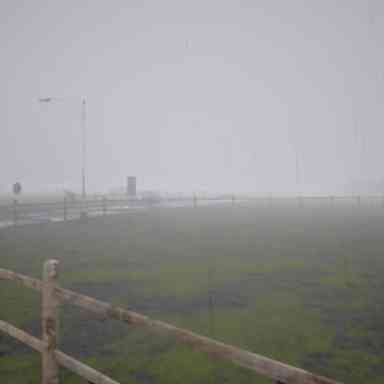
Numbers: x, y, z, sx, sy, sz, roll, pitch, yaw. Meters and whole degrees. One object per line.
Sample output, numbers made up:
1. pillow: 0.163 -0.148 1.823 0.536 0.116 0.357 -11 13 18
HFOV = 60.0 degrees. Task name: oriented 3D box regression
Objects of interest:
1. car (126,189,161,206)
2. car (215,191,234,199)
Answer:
1. car: -5.370 0.599 37.268 2.097 1.767 4.553 1 1 28
2. car: 5.576 0.505 56.183 1.812 1.442 4.674 2 1 33
